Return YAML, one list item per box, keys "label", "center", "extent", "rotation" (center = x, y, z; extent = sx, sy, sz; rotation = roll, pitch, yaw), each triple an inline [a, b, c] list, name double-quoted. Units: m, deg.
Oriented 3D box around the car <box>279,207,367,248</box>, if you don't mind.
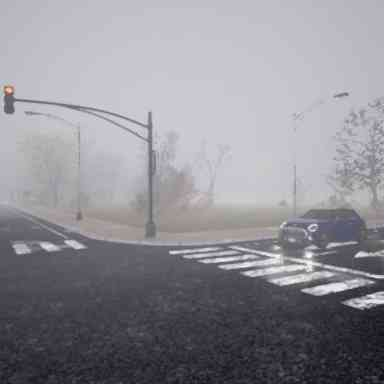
- label: "car"
  center: [6.231, 1.528, 15.754]
  extent: [4.553, 1.767, 2.097]
  rotation: [1, 0, -34]
